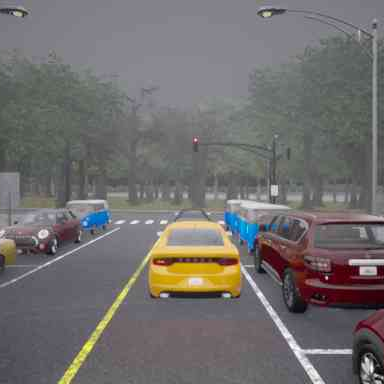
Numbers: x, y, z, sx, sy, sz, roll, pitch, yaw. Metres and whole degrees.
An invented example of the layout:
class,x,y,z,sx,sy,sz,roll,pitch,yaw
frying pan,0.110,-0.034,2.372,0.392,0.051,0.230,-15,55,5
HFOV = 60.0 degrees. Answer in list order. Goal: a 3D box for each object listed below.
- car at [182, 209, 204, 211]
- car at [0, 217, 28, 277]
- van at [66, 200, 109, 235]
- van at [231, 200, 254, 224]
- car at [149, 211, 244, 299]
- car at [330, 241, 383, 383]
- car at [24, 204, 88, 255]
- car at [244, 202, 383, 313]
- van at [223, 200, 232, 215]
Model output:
class,x,y,z,sx,sy,sz,roll,pitch,yaw
car,0.030,1.564,17.458,1.994,1.385,4.181,0,0,0
car,-5.776,1.525,7.398,1.752,1.417,4.829,0,0,0
van,-5.795,1.341,18.443,1.690,1.788,3.998,0,0,0
van,2.739,1.341,13.020,1.690,1.788,3.998,0,0,0
car,0.072,1.477,8.535,1.882,1.535,5.008,0,0,0
car,2.758,1.440,2.145,1.967,1.590,4.097,0,0,0
car,-5.786,1.440,13.005,1.967,1.590,4.097,0,0,0
car,2.749,1.315,7.583,2.192,1.841,5.009,0,0,0
van,2.730,1.341,18.458,1.690,1.788,3.998,0,0,0
